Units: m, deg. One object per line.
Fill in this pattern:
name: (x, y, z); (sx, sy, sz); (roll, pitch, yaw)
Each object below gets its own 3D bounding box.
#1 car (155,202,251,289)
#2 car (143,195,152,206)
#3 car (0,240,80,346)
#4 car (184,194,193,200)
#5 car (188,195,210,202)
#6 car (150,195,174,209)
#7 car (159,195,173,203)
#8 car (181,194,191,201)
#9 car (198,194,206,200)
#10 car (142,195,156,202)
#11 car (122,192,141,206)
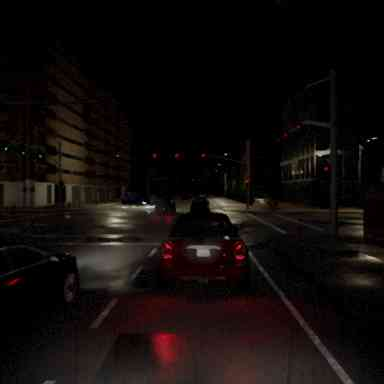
car: (0.339, 1.320, 9.272); (2.097, 1.767, 4.553); (0, 0, 2)
car: (-5.885, 1.323, 51.710); (2.128, 1.511, 4.902); (0, 0, 2)
car: (-3.327, 1.478, 5.087); (2.128, 1.511, 4.902); (0, 0, 2)
car: (-0.927, 1.245, 85.086); (1.994, 1.385, 4.181); (0, 0, 2)
car: (0.860, 1.368, 35.491); (1.882, 1.535, 5.008); (0, 1, 1)
car: (-2.666, 1.403, 34.062); (2.128, 1.511, 4.902); (0, 0, 1)
car: (-5.191, 1.323, 67.033); (2.033, 1.411, 5.357); (0, 0, 3)
car: (-1.372, 1.281, 74.463); (2.033, 1.411, 5.357); (0, 0, 2)
car: (2.570, 1.229, 84.941); (2.033, 1.411, 5.357); (0, 0, 2)
car: (-8.677, 1.339, 67.461); (1.994, 1.385, 4.181); (0, 0, 3)
car: (-9.377, 1.056, 51.997); (2.150, 2.045, 5.566); (0, 0, 2)
